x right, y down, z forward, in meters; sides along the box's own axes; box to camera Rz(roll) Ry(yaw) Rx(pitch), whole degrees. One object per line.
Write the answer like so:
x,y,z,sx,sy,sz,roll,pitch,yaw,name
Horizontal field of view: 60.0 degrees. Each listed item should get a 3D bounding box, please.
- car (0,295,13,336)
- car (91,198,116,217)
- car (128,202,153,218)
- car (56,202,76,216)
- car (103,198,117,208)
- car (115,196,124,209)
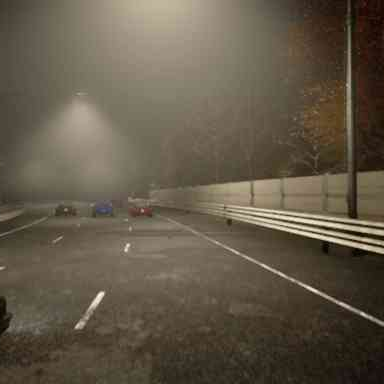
-3.513,1.578,2.461,2.033,1.411,5.357,0,0,-2,car
-9.042,1.635,33.529,1.882,1.535,5.008,0,0,-18,car
-5.050,1.691,32.151,1.994,1.385,4.181,0,0,-16,car
-13.363,1.754,35.364,1.994,1.385,4.181,0,0,-19,car
-13.972,1.803,56.391,2.033,1.411,5.357,0,0,-17,car
-11.733,1.702,50.406,1.882,1.535,5.008,0,0,-21,car
